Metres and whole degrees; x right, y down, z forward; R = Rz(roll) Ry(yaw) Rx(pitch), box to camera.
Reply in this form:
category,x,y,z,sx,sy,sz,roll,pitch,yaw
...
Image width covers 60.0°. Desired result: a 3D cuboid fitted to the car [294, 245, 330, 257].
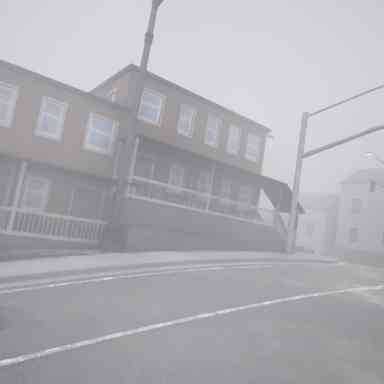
category,x,y,z,sx,sy,sz,roll,pitch,yaw
car,9.825,5.503,29.202,2.097,1.767,4.553,13,-16,-34
